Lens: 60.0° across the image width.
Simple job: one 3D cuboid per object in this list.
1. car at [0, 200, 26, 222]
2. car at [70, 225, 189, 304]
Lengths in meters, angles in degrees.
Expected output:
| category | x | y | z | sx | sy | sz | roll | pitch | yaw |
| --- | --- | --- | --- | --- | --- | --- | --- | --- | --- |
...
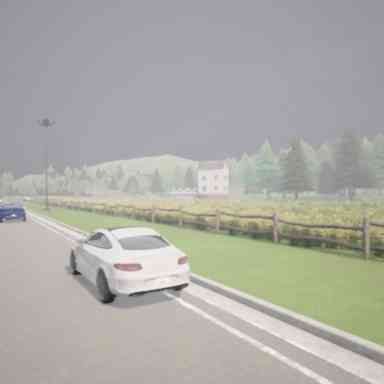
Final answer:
| category | x | y | z | sx | sy | sz | roll | pitch | yaw |
| --- | --- | --- | --- | --- | --- | --- | --- | --- | --- |
| car | -15.700 | 1.750 | 29.107 | 1.882 | 1.535 | 5.008 | -1 | 0 | -31 |
| car | -1.762 | 1.568 | 8.376 | 1.812 | 1.442 | 4.674 | -1 | 0 | -31 |
